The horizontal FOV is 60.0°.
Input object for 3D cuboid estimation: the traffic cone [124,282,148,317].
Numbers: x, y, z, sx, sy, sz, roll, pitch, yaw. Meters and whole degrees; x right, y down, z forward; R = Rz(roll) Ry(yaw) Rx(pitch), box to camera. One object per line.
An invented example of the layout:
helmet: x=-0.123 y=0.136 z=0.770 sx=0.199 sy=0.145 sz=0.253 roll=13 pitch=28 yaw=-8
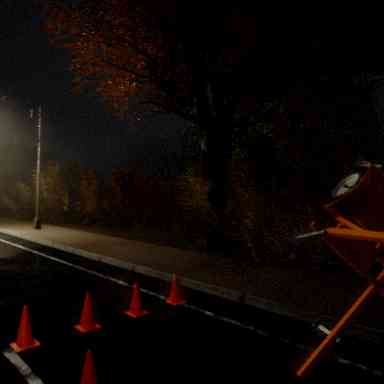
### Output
traffic cone: x=-1.072 y=2.030 z=6.382 sx=0.340 sy=0.580 sz=0.340 roll=1 pitch=-1 yaw=-44

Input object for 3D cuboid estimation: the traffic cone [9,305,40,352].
traffic cone: x=-2.501 y=1.996 z=4.985 sx=0.340 sy=0.580 sz=0.340 roll=1 pitch=-1 yaw=-44

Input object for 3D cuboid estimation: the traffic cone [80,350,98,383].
traffic cone: x=-1.103 y=1.994 z=3.554 sx=0.340 sy=0.580 sz=0.340 roll=1 pitch=-1 yaw=-44

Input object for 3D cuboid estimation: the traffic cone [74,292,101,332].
traffic cone: x=-1.786 y=2.013 z=5.683 sx=0.340 sy=0.580 sz=0.340 roll=1 pitch=-1 yaw=-44

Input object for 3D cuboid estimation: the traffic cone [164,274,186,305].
traffic cone: x=-0.356 y=2.046 z=7.080 sx=0.340 sy=0.580 sz=0.340 roll=1 pitch=-1 yaw=-44

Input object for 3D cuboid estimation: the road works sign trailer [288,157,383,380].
road works sign trailer: x=2.406 y=1.161 z=2.963 sx=2.380 sy=2.880 sz=3.560 roll=43 pitch=-6 yaw=0
